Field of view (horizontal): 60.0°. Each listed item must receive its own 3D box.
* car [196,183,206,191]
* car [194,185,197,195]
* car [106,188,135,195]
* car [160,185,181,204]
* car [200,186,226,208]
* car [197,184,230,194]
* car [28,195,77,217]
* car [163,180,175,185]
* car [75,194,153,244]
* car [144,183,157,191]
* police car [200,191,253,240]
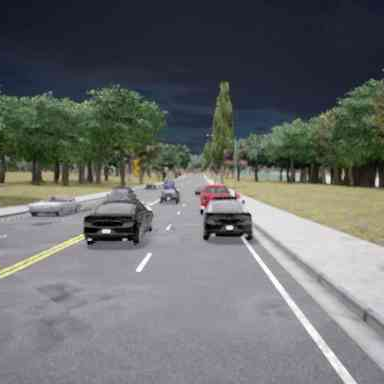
[{"bbox_3d":[1.741,-0.956,64.128,1.895,1.301,4.718,0,3,2],"label":"car"},{"bbox_3d":[1.335,-0.212,48.601,1.895,1.301,4.718,0,3,2],"label":"car"},{"bbox_3d":[-5.832,0.477,27.298,2.097,1.767,4.553,0,2,2],"label":"car"},{"bbox_3d":[-2.198,0.374,34.295,1.812,1.442,4.674,0,2,1],"label":"car"},{"bbox_3d":[1.819,0.365,30.190,2.097,1.767,4.553,0,2,2],"label":"car"},{"bbox_3d":[1.663,0.458,24.254,2.150,2.045,5.566,0,2,2],"label":"car"},{"bbox_3d":[-9.207,0.888,22.722,1.895,1.301,4.718,0,2,2],"label":"car"},{"bbox_3d":[-4.651,-1.538,68.376,2.150,2.045,5.566,0,3,2],"label":"car"},{"bbox_3d":[-2.751,1.061,13.384,1.882,1.535,5.008,0,2,1],"label":"car"},{"bbox_3d":[-8.017,-1.023,64.795,1.994,1.385,4.181,0,3,2],"label":"car"},{"bbox_3d":[1.402,0.979,14.352,1.930,1.638,5.238,0,2,2],"label":"police car"}]
